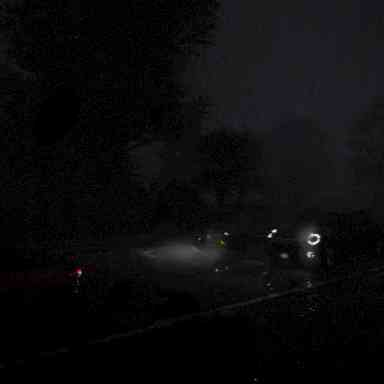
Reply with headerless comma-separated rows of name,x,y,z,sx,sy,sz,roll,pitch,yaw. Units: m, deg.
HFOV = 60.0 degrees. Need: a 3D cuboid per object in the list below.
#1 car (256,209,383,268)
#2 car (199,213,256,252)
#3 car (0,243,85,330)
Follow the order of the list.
car,4.702,1.413,11.622,4.553,1.767,2.097,0,0,-35
car,2.342,1.621,14.245,4.181,1.385,1.994,1,0,-36
car,-3.973,1.563,5.453,4.181,1.385,1.994,0,0,-35
